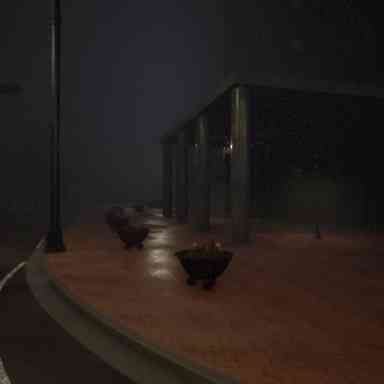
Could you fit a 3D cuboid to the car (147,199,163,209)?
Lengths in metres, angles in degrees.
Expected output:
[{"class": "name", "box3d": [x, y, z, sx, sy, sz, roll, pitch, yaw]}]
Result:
[{"class": "car", "box3d": [-5.017, 1.815, 51.273, 2.128, 1.511, 4.902, 0, 0, 25]}]
